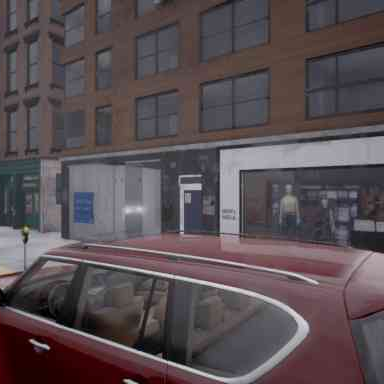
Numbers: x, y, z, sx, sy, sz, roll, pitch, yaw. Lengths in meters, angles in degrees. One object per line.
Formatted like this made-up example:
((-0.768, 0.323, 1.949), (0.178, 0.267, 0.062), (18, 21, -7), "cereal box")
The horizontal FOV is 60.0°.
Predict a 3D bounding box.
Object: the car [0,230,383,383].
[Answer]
((-0.490, 1.315, 3.164), (5.009, 1.841, 2.192), (0, 0, 36), "car")
